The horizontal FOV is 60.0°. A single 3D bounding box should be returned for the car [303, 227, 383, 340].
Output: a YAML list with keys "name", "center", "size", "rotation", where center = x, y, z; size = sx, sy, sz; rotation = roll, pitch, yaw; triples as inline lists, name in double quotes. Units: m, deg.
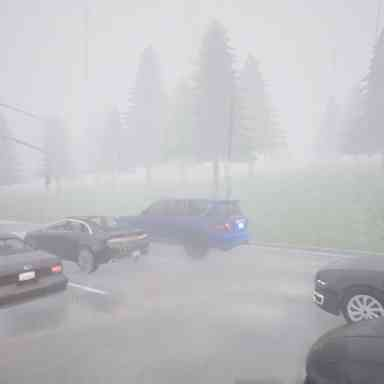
- name: "car"
  center: [4.451, 1.505, 5.115]
  size: [4.892, 1.490, 1.837]
  rotation: [0, 0, 35]

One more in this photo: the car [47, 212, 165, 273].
- name: "car"
  center: [-3.518, 1.498, 10.684]
  size: [4.902, 1.511, 2.128]
  rotation: [0, 0, 36]

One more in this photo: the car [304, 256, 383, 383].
- name: "car"
  center: [3.164, 1.477, 1.732]
  size: [5.008, 1.535, 1.882]
  rotation: [0, 0, 35]

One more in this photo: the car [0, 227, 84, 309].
- name: "car"
  center: [-5.001, 1.553, 7.433]
  size: [5.357, 1.411, 2.033]
  rotation: [0, 0, 36]

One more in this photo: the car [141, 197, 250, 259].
- name: "car"
  center: [-0.530, 1.227, 12.837]
  size: [5.566, 2.045, 2.150]
  rotation: [0, 0, 35]
